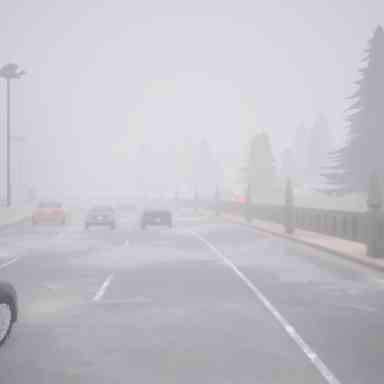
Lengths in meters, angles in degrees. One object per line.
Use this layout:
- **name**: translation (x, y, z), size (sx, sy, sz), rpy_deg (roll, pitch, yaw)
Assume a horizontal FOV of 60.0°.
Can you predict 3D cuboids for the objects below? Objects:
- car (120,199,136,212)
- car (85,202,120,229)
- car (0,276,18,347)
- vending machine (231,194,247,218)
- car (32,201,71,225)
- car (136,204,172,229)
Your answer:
- **car**: translation (-7.731, 1.583, 39.284), size (1.812, 1.442, 4.674), rpy_deg (0, 0, -21)
- **car**: translation (-6.003, 1.587, 22.024), size (2.033, 1.411, 5.357), rpy_deg (0, 0, -13)
- **car**: translation (-3.630, 1.522, 3.364), size (1.837, 1.490, 4.892), rpy_deg (0, 0, -2)
- **vending machine**: translation (4.071, 1.198, 28.825), size (1.100, 2.100, 0.880), rpy_deg (0, 0, -15)
- **car**: translation (-10.330, 1.410, 24.742), size (2.097, 1.767, 4.553), rpy_deg (0, 0, -14)
- **car**: translation (-2.522, 1.503, 22.131), size (1.882, 1.535, 5.008), rpy_deg (0, 0, -12)
